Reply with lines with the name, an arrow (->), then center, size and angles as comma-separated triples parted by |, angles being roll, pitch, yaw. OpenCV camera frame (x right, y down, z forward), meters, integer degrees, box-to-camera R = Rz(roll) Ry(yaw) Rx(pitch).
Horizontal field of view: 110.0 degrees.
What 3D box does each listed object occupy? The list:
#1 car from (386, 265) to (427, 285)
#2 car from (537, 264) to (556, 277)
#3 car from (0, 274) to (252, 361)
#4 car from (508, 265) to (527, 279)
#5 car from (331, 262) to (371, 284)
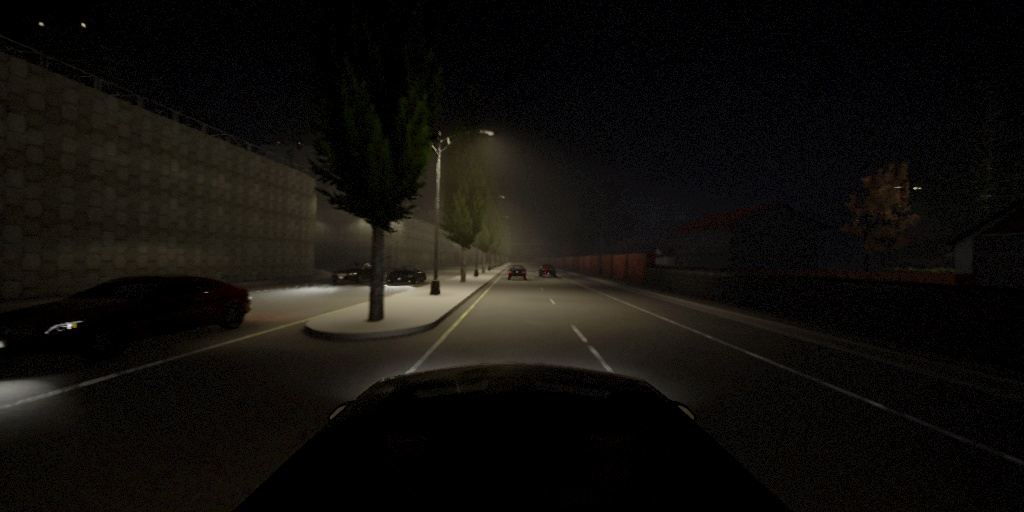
car -> -7.698, 1.394, 26.537 | 1.994, 1.385, 4.181 | 1, -1, 1
car -> 4.117, 1.696, 42.680 | 1.837, 1.490, 4.892 | 1, 0, 1
car -> -8.045, 1.139, 7.973 | 1.812, 1.442, 4.674 | 1, 0, 1
car -> 0.530, 1.604, 36.662 | 2.033, 1.411, 5.357 | 1, 0, 1
car -> -11.206, 1.185, 26.070 | 2.128, 1.511, 4.902 | 1, -1, 1
